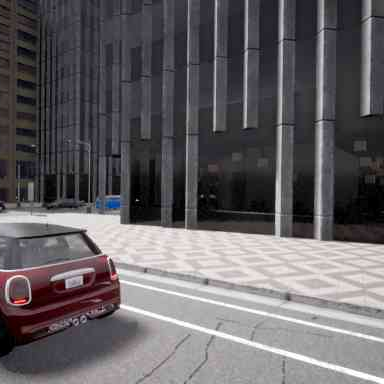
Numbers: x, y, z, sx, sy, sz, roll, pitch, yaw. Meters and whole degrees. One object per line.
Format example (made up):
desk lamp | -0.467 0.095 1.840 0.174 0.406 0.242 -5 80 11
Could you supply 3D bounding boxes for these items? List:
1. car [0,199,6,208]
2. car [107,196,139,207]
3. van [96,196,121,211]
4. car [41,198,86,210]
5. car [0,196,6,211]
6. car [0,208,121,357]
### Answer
car | -21.543 1.277 33.784 2.097 1.767 4.553 1 1 35
car | -10.209 1.428 49.578 1.812 1.442 4.674 1 1 36
van | -9.690 1.339 40.271 1.690 1.788 3.998 1 1 36
car | -15.955 1.461 41.607 2.033 1.411 5.357 1 1 36
car | -22.972 1.323 36.432 1.967 1.590 4.097 1 1 36
car | -3.474 1.349 6.155 4.553 1.767 2.097 0 0 35
